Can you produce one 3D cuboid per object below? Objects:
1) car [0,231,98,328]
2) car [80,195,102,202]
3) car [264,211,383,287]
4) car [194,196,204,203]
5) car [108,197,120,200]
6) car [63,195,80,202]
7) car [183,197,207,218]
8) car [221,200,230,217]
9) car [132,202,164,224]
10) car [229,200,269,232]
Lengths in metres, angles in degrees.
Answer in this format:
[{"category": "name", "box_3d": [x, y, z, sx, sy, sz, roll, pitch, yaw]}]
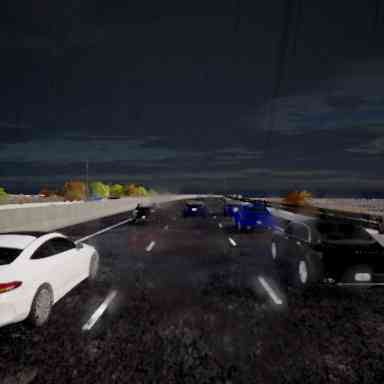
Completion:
[{"category": "car", "box_3d": [-3.376, 1.523, 6.838, 1.812, 1.442, 4.674, 0, 0, 0]}, {"category": "car", "box_3d": [-16.575, 1.235, 56.058, 1.882, 1.535, 5.008, 0, 0, 2]}, {"category": "car", "box_3d": [3.527, 1.502, 9.270, 1.837, 1.490, 4.892, 0, 0, 0]}, {"category": "car", "box_3d": [1.635, 1.622, 74.315, 2.128, 1.511, 4.902, 0, 0, 3]}, {"category": "car", "box_3d": [-13.077, 1.570, 55.944, 1.812, 1.442, 4.674, 0, 0, 2]}, {"category": "car", "box_3d": [-20.073, 1.131, 56.171, 1.882, 1.535, 5.008, 0, 0, 2]}, {"category": "car", "box_3d": [0.248, 1.507, 30.166, 2.163, 1.488, 4.792, 0, 0, 1]}, {"category": "car", "box_3d": [3.794, 1.509, 31.144, 2.163, 1.488, 4.792, 0, 0, 1]}, {"category": "car", "box_3d": [-3.203, 1.489, 24.810, 2.128, 1.511, 4.902, 0, 0, 1]}, {"category": "car", "box_3d": [3.625, 1.476, 20.192, 1.882, 1.535, 5.008, 0, 0, 1]}]
